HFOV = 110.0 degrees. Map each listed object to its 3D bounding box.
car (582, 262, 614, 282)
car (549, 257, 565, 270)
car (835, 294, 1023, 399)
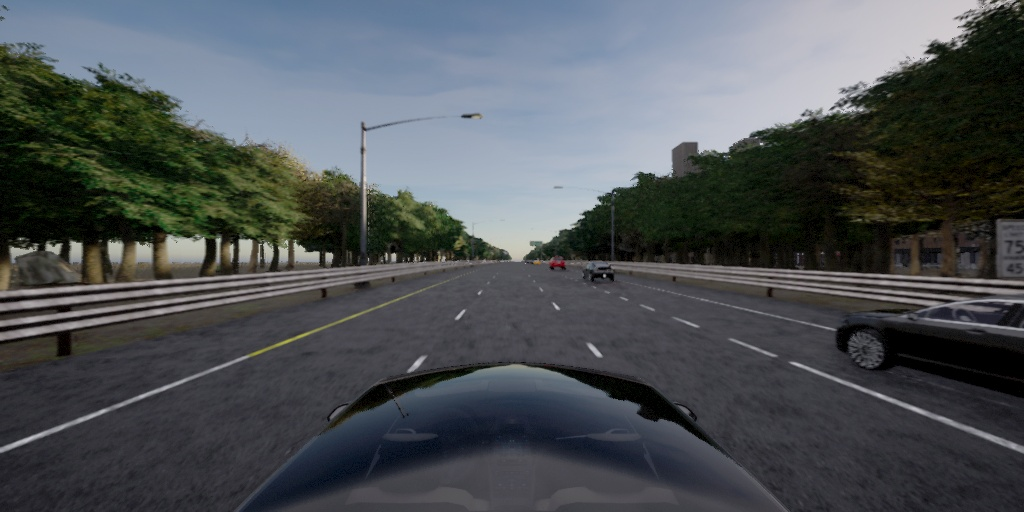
[{"bbox_3d":[7.016,1.267,29.547,1.837,1.490,4.892,0,0,0],"label":"car"},{"bbox_3d":[7.107,1.144,56.724,2.150,2.045,5.566,0,-1,0],"label":"car"},{"bbox_3d":[7.087,1.245,4.789,2.128,1.511,4.902,0,0,-1],"label":"car"}]
